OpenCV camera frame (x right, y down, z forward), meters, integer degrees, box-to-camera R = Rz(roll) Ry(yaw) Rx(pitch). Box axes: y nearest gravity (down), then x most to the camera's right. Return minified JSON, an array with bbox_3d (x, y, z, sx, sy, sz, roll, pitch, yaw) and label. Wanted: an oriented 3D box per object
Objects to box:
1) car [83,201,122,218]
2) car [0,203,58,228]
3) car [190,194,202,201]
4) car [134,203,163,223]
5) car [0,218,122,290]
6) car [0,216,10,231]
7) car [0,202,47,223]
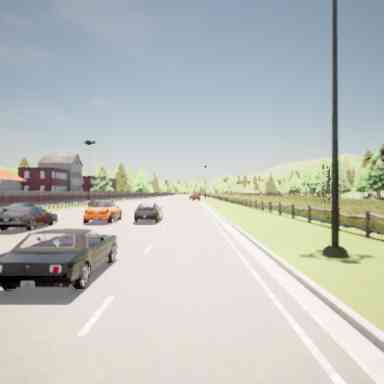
[{"bbox_3d":[-6.901,1.446,26.196,2.097,1.767,4.553,0,0,0],"label":"car"},{"bbox_3d":[-10.401,1.623,21.172,2.033,1.411,5.357,0,0,0],"label":"car"},{"bbox_3d":[1.219,1.553,91.780,2.150,2.045,5.566,0,0,0],"label":"car"},{"bbox_3d":[-3.402,1.587,26.470,2.128,1.511,4.902,0,0,0],"label":"car"},{"bbox_3d":[-3.401,1.634,9.121,1.895,1.301,4.718,0,0,0],"label":"car"},{"bbox_3d":[-6.900,1.556,8.469,1.812,1.442,4.674,0,0,0],"label":"car"},{"bbox_3d":[-13.902,1.624,27.487,1.812,1.442,4.674,0,0,0],"label":"car"}]
